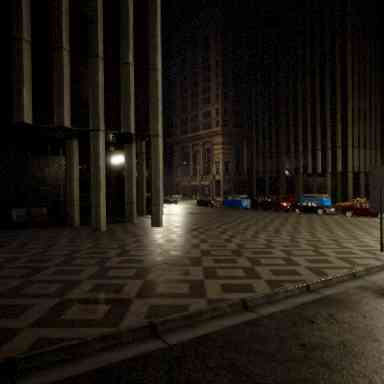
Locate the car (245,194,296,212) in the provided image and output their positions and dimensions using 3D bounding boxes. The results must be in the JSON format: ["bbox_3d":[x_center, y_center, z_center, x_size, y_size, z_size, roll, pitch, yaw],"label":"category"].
[{"bbox_3d":[8.898,1.290,37.864,2.192,1.841,5.009,-1,1,-36],"label":"car"}]

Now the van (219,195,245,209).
[{"bbox_3d":[5.668,1.294,42.348,1.690,1.788,3.998,-1,1,-36],"label":"van"}]

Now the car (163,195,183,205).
[{"bbox_3d":[-4.017,1.438,55.800,2.008,1.369,4.403,-1,1,-36],"label":"car"}]

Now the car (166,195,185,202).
[{"bbox_3d":[-3.535,1.256,69.745,2.008,1.369,4.403,-1,1,-36],"label":"car"}]

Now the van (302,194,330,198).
[{"bbox_3d":[15.827,1.178,42.837,1.690,1.788,3.998,-1,1,-36],"label":"van"}]

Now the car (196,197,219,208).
[{"bbox_3d":[2.441,1.371,46.832,1.967,1.590,4.097,-1,1,-36],"label":"car"}]

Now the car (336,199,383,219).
[{"bbox_3d":[15.358,1.567,28.899,1.887,1.381,4.507,-1,1,-36],"label":"car"}]

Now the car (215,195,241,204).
[{"bbox_3d":[6.048,1.296,56.429,1.752,1.417,4.829,-1,1,-36],"label":"car"}]

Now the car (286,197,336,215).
[{"bbox_3d":[12.129,1.549,33.383,2.008,1.369,4.403,-1,1,-36],"label":"car"}]

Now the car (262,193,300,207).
[{"bbox_3d":[12.599,1.130,47.321,2.192,1.841,5.009,-1,1,-36],"label":"car"}]
